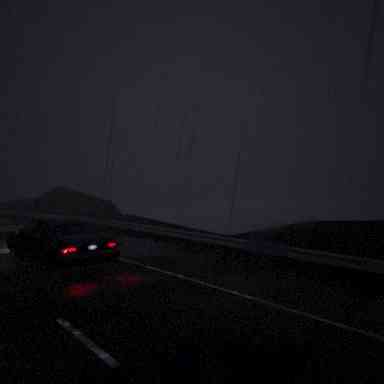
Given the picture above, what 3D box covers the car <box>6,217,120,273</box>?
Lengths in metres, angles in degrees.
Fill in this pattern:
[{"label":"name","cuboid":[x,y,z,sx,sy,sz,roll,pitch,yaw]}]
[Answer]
[{"label":"car","cuboid":[-4.388,1.547,10.829,2.033,1.411,5.357,0,0,-43]}]
